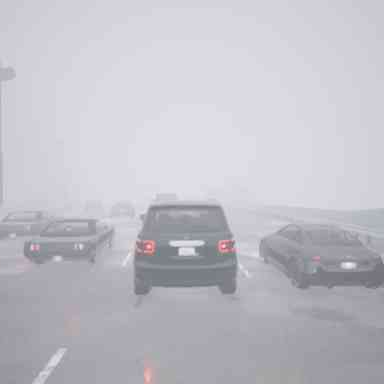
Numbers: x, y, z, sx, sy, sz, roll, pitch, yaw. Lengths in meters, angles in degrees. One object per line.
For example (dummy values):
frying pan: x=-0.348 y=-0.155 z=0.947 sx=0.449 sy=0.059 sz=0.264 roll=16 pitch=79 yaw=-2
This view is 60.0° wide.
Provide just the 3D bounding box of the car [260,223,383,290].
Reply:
car: x=3.223 y=1.518 z=9.057 sx=1.994 sy=1.385 sz=4.181 roll=0 pitch=0 yaw=-3

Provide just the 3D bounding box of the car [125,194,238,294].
car: x=-0.236 y=1.185 z=8.850 sx=2.150 sy=2.045 sz=5.566 roll=0 pitch=0 yaw=-3

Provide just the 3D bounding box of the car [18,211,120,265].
car: x=-3.910 y=1.563 z=11.529 sx=1.895 sy=1.301 sz=4.718 roll=0 pitch=0 yaw=-4

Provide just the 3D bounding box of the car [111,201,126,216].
car: x=-5.961 y=1.460 z=28.976 sx=1.994 sy=1.385 sz=4.181 roll=0 pitch=0 yaw=-9

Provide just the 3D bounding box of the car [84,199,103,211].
car: x=-11.437 y=1.469 z=38.992 sx=1.895 sy=1.301 sz=4.718 roll=0 pitch=0 yaw=-13

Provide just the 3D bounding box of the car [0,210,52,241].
car: x=-7.856 y=1.553 z=16.422 sx=1.895 sy=1.301 sz=4.718 roll=0 pitch=0 yaw=-5

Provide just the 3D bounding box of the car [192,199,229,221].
car: x=1.372 y=1.375 z=27.365 sx=2.128 sy=1.511 sz=4.902 roll=0 pitch=0 yaw=-8
